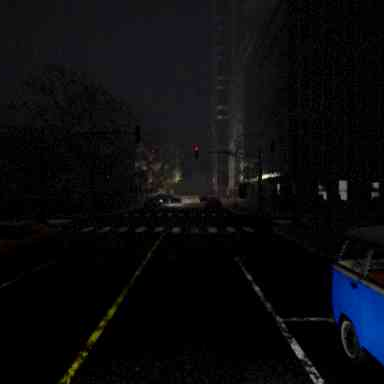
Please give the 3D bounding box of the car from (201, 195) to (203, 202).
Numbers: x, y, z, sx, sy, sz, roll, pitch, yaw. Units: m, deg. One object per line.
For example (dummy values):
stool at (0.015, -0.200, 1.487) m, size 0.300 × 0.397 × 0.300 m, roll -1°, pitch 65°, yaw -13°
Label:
car at (2.676, 1.481, 47.041) m, size 1.947 × 1.339 × 4.313 m, roll 0°, pitch 0°, yaw 0°

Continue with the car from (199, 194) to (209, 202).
car at (2.668, 1.295, 75.446) m, size 1.967 × 1.590 × 4.097 m, roll 0°, pitch 0°, yaw 0°

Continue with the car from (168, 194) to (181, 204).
car at (-3.042, 1.485, 63.045) m, size 1.895 × 1.301 × 4.718 m, roll 0°, pitch 0°, yaw 1°

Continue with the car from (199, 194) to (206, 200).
car at (2.664, 1.345, 86.982) m, size 1.752 × 1.417 × 4.829 m, roll 0°, pitch 0°, yaw 0°

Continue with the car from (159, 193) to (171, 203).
car at (-5.709, 1.198, 64.084) m, size 2.192 × 1.841 × 5.009 m, roll 0°, pitch 0°, yaw 0°

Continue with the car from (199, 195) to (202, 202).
car at (2.669, 1.435, 69.765) m, size 1.947 × 1.339 × 4.313 m, roll 0°, pitch 0°, yaw 0°

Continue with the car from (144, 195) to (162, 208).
car at (-5.704, 1.460, 47.035) m, size 1.887 × 1.381 × 4.507 m, roll 0°, pitch 0°, yaw 0°

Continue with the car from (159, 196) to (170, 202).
car at (-5.712, 1.452, 69.766) m, size 1.802 × 1.307 × 4.206 m, roll 0°, pitch 0°, yaw 0°

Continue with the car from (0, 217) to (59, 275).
car at (-5.821, 1.506, 10.464) m, size 1.752 × 1.417 × 4.829 m, roll 0°, pitch 0°, yaw 0°

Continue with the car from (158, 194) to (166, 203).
car at (-5.706, 1.456, 52.718) m, size 2.008 × 1.369 × 4.403 m, roll 0°, pitch 0°, yaw 0°

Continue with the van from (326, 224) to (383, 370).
van at (2.774, 1.335, 3.234) m, size 1.690 × 1.788 × 3.998 m, roll 0°, pitch 0°, yaw 0°

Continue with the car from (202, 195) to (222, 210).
car at (2.679, 1.365, 41.360) m, size 1.967 × 1.590 × 4.097 m, roll 0°, pitch 0°, yaw 0°
